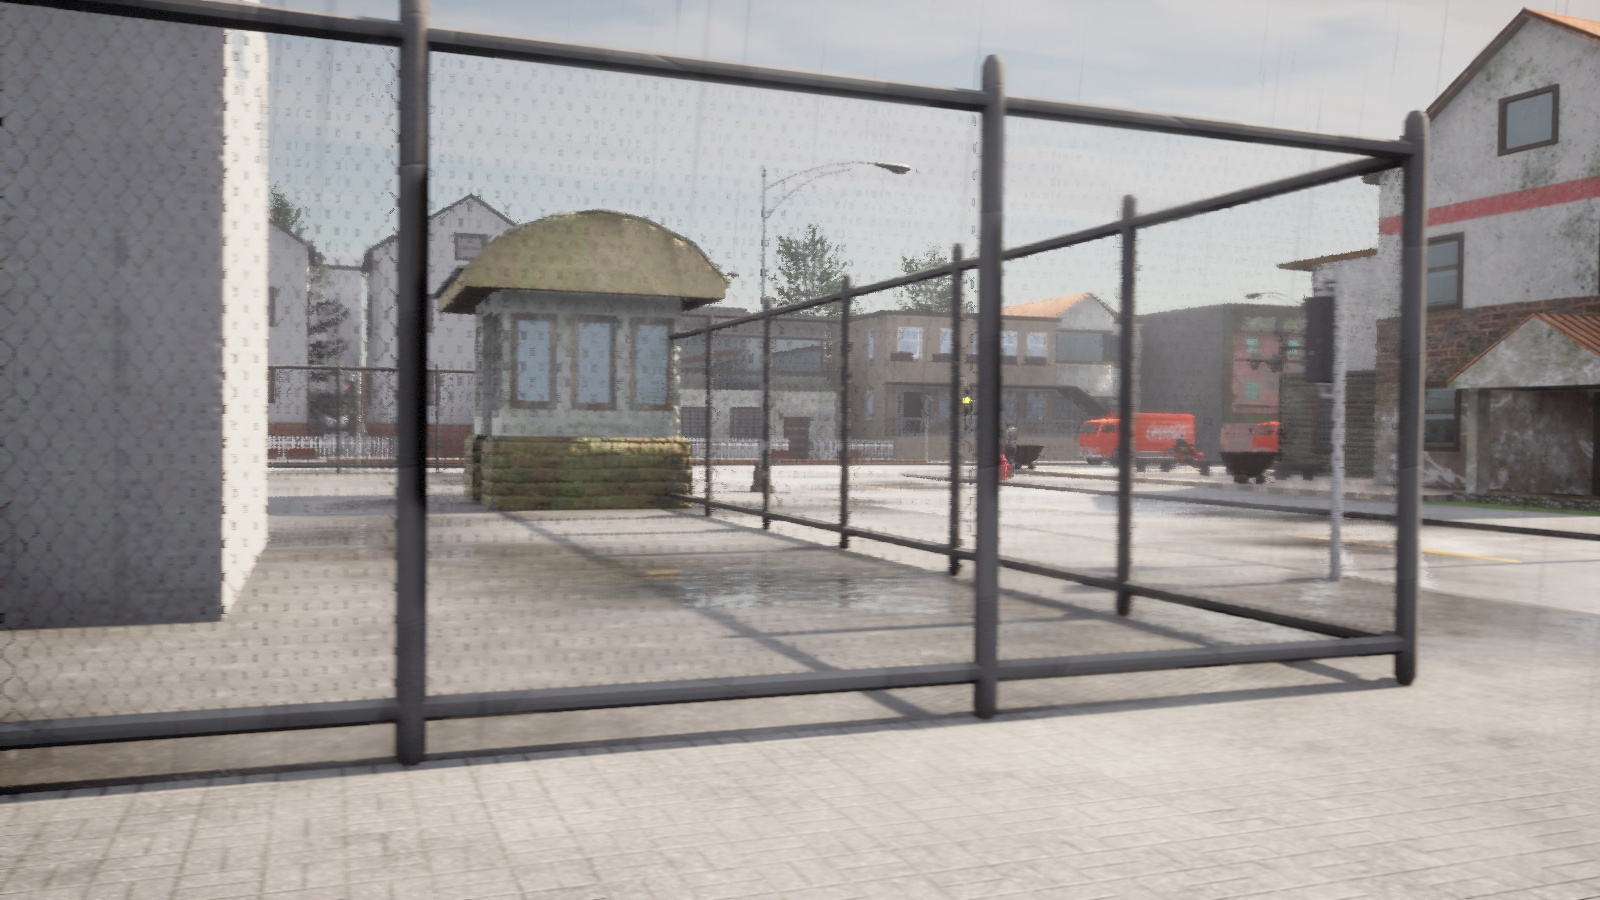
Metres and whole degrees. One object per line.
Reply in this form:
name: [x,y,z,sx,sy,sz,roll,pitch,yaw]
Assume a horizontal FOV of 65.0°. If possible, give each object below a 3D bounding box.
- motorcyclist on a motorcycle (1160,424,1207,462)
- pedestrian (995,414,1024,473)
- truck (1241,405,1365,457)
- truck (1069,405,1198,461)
motorcyclist on a motorcycle: [16.538,-0.308,54.150,1.817,1.590,0.866,-1,1,-21]
pedestrian: [6.566,-0.207,39.318,0.540,1.848,0.694,-1,1,-39]
truck: [24.622,-0.954,61.461,5.204,2.467,2.627,-1,1,-20]
truck: [15.400,-0.798,58.003,5.204,2.467,2.627,-1,1,-21]
